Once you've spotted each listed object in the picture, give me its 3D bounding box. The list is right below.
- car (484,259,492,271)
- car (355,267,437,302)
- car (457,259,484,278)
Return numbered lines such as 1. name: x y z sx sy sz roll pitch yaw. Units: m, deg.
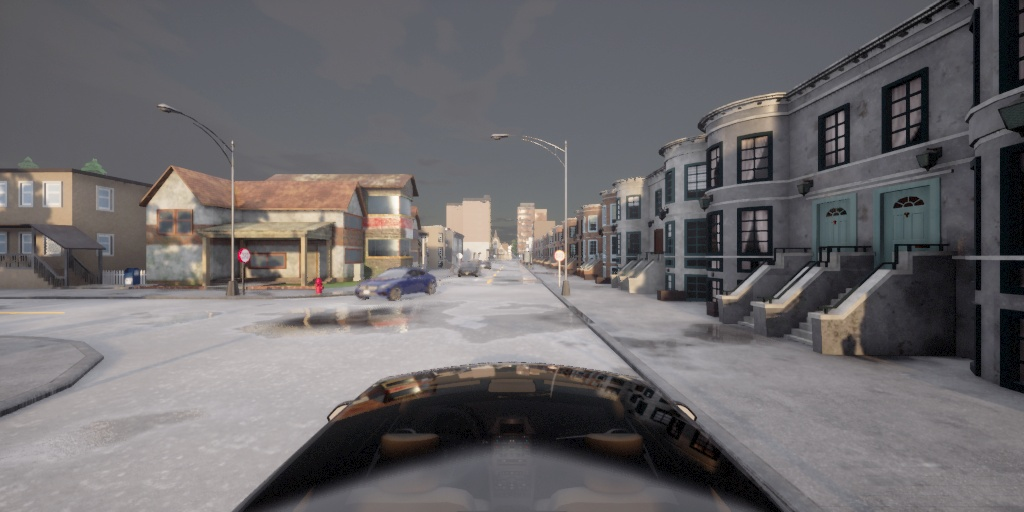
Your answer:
1. car: -3.938 1.240 50.770 2.128 1.511 4.902 0 0 0
2. car: -5.353 1.275 17.317 1.812 1.442 4.674 0 0 20
3. car: -4.011 1.250 34.214 1.837 1.490 4.892 0 1 0
